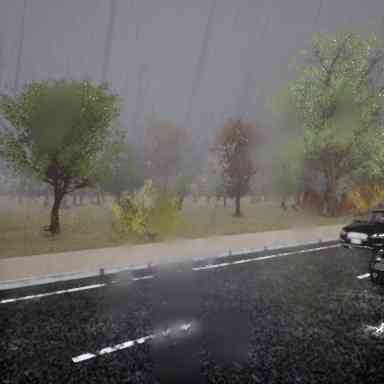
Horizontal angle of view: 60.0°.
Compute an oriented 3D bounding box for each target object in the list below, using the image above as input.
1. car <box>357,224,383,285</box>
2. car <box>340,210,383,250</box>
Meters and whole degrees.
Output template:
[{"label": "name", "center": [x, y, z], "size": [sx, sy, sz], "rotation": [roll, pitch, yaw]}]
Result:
[{"label": "car", "center": [6.155, 1.559, 8.076], "size": [4.181, 1.385, 1.994], "rotation": [0, 0, -35]}, {"label": "car", "center": [7.843, 1.485, 13.234], "size": [4.902, 1.511, 2.128], "rotation": [0, 0, -35]}]
